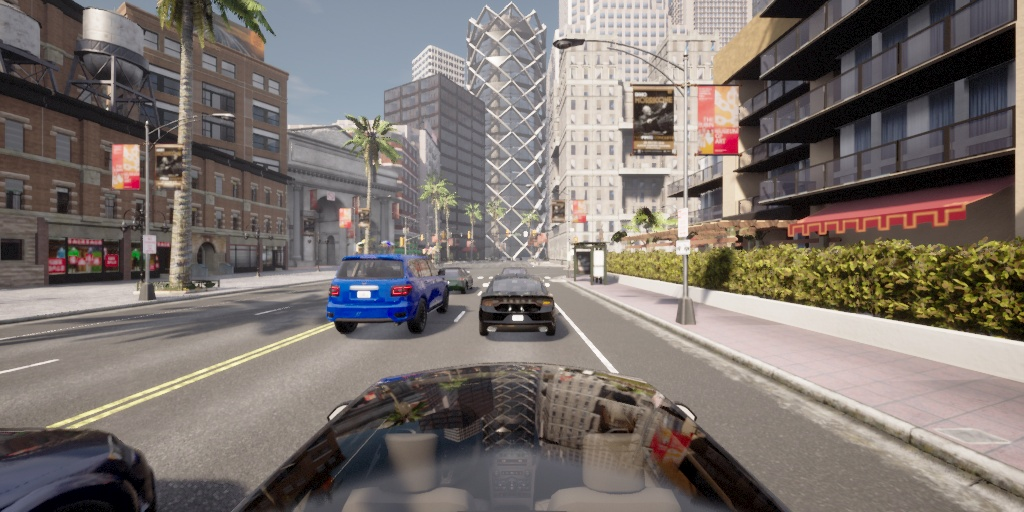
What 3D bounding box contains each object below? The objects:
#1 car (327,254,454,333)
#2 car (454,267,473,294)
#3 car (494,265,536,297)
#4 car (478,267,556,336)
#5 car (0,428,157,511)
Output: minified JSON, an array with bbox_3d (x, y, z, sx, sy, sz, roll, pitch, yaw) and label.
[{"bbox_3d":[-3.376,0.971,10.876,2.150,2.045,5.566,0,0,0],"label":"car"},{"bbox_3d":[-3.350,1.314,20.235,1.994,1.385,4.181,0,0,0],"label":"car"},{"bbox_3d":[0.144,1.297,20.061,2.033,1.411,5.357,0,0,0],"label":"car"},{"bbox_3d":[0.131,1.228,10.471,1.882,1.535,5.008,0,0,0],"label":"car"},{"bbox_3d":[-3.338,1.314,0.589,1.994,1.385,4.181,0,0,0],"label":"car"}]
